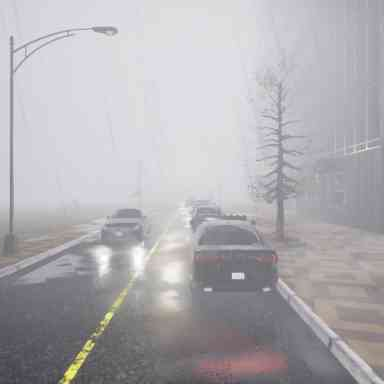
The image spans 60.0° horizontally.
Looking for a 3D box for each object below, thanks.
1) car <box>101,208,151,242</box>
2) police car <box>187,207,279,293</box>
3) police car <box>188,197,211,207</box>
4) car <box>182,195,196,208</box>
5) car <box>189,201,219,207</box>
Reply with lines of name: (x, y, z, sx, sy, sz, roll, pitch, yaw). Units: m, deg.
car: (-3.113, 1.525, 16.478, 1.812, 1.442, 4.674, 0, 0, 0)
police car: (0.893, 1.425, 9.031, 1.930, 1.638, 5.238, 0, 0, 0)
police car: (0.880, 1.424, 25.032, 1.930, 1.638, 5.238, 0, 0, 0)
car: (-0.013, 1.522, 46.523, 1.812, 1.442, 4.674, 0, 0, 0)
car: (0.884, 1.504, 18.921, 1.837, 1.490, 4.892, 0, 0, 0)
